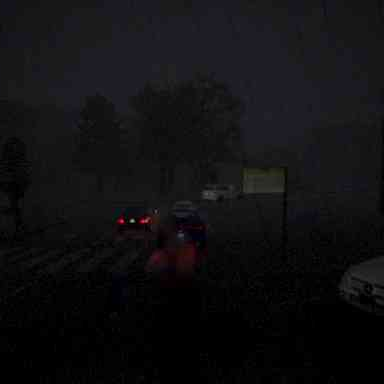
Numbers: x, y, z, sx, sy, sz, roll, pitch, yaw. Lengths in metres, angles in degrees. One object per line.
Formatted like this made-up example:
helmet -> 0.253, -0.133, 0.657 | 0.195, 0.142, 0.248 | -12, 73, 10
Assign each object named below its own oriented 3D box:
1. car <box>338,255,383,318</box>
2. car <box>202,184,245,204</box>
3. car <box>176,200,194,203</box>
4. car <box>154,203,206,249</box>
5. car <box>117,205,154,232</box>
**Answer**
car -> 4.982, 1.502, 6.246 | 4.674, 1.452, 2.002 | 1, 0, -22
car -> 3.624, 0.136, 37.621 | 5.566, 2.045, 2.150 | -4, 6, -40
car -> -0.534, 1.330, 23.990 | 1.812, 1.442, 4.674 | 0, 2, 3
car -> -0.461, 1.485, 14.815 | 1.882, 1.535, 5.008 | 0, 0, -2
car -> -3.142, 1.491, 19.700 | 2.033, 1.411, 5.357 | 0, 1, -1
